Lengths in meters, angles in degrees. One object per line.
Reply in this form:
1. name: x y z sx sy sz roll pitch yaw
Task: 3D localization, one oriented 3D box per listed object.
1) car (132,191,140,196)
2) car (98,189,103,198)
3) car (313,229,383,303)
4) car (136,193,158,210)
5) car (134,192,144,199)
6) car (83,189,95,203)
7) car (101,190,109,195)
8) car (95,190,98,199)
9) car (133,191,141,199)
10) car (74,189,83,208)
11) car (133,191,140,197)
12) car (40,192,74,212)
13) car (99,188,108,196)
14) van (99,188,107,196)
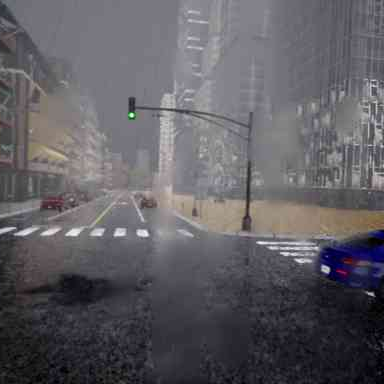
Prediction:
1. car: -15.386 0.408 91.431 1.887 1.381 4.507 1 1 -11
2. car: -18.221 0.523 62.060 1.802 1.307 4.206 1 1 -11
3. car: 5.241 1.633 7.893 4.674 1.442 1.812 2 1 -11
4. car: -4.695 1.118 35.966 1.887 1.381 4.507 1 1 -11
5. car: -11.109 0.690 69.245 1.887 1.381 4.507 1 1 -11
6. car: -15.008 0.470 45.419 2.192 1.841 5.009 1 1 -11
7. car: -23.567 0.170 89.791 1.802 1.307 4.206 1 1 -11
8. car: -16.080 0.523 50.965 1.967 1.590 4.097 1 1 -11
9. car: -8.971 0.838 58.152 2.008 1.369 4.403 1 1 -11
10. car: -12.872 0.738 34.327 1.967 1.590 4.097 1 1 -11
11. car: -14.349 0.456 86.051 1.752 1.417 4.829 1 1 -11
12. car: -11.805 0.916 28.781 1.887 1.381 4.507 1 1 -11
13. car: -21.423 0.043 78.697 2.192 1.841 5.009 1 1 -11
14. van: -22.492 -0.001 84.242 1.690 1.788 3.998 1 1 -11
